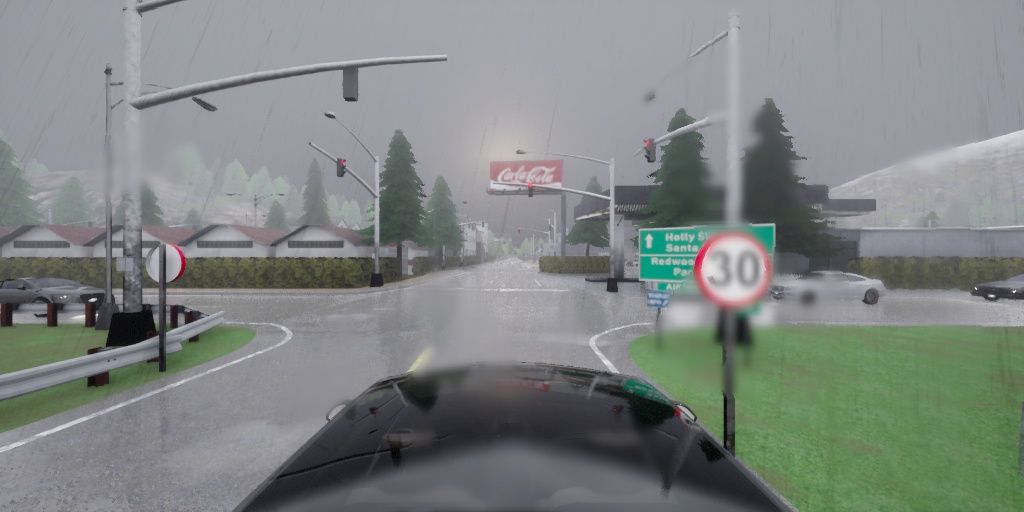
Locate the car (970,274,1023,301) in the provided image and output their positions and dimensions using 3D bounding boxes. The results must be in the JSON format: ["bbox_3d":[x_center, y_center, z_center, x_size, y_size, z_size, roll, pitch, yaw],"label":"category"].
[{"bbox_3d":[25.205,1.489,16.812,5.357,1.411,2.033,0,0,1],"label":"car"}]

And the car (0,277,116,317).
[{"bbox_3d":[-18.055,1.505,13.768,4.181,1.385,1.994,0,0,1],"label":"car"}]

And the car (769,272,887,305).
[{"bbox_3d":[14.854,1.467,16.948,4.674,1.442,1.812,0,0,0],"label":"car"}]
